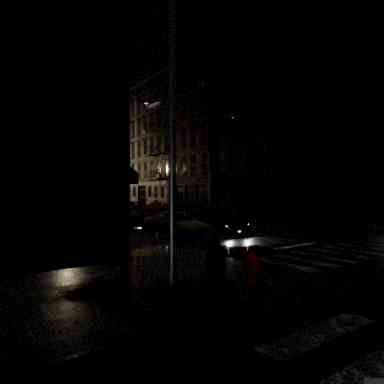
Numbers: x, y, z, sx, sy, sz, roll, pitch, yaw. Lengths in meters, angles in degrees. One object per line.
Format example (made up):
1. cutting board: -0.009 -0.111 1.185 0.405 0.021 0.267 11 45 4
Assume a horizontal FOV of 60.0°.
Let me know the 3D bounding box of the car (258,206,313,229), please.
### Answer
1. car: 5.650 1.555 21.466 1.947 1.339 4.313 0 0 -35

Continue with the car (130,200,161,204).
1. car: -4.826 1.515 26.719 2.128 1.511 4.902 0 0 -35

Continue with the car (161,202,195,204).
1. car: -0.629 1.563 30.284 1.947 1.339 4.313 0 0 -35

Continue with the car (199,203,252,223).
1. car: 2.510 1.575 25.875 1.802 1.307 4.206 0 0 -35

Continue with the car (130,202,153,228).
1. car: -4.032 1.583 21.227 2.008 1.369 4.403 0 0 -35

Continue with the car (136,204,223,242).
1. car: -0.794 1.553 16.679 1.752 1.417 4.829 0 0 -35

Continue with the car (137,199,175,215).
1. car: -3.868 1.526 34.831 1.752 1.417 4.829 0 0 -35

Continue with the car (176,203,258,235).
1. car: 0.930 1.563 18.678 2.033 1.411 5.357 0 0 -32
